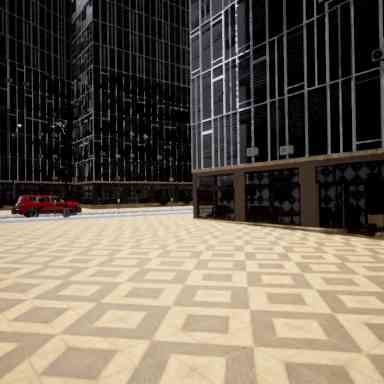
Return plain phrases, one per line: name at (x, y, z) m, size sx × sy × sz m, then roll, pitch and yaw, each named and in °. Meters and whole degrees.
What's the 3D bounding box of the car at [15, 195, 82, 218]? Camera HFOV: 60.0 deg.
car at (-11.741, 1.187, 27.327) m, size 5.009 × 1.841 × 2.192 m, roll 0°, pitch -1°, yaw -36°
